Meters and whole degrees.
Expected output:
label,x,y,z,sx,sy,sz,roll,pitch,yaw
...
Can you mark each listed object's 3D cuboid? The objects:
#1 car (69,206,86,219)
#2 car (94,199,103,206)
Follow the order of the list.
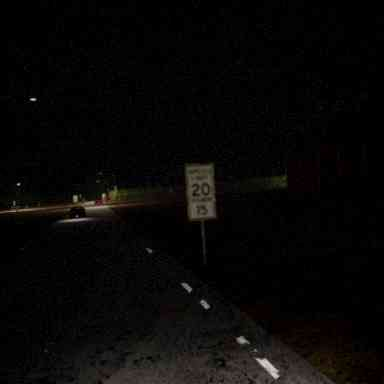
label,x,y,z,sx,sy,sz,roll,pitch,yaw
car,-13.832,2.409,40.355,2.033,1.411,5.357,-4,0,-16
car,-23.076,2.582,82.190,1.882,1.535,5.008,-4,0,-16
